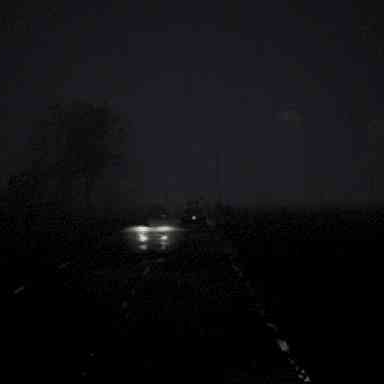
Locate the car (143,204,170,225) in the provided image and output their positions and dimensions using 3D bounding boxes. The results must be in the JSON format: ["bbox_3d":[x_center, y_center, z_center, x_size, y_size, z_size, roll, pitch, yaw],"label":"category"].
[{"bbox_3d":[-2.846,1.783,27.349,1.882,1.535,5.008,0,-1,0],"label":"car"}]

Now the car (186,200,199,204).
[{"bbox_3d":[0.102,1.808,40.509,2.097,1.767,4.553,0,-1,0],"label":"car"}]

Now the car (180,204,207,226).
[{"bbox_3d":[0.109,1.854,26.004,1.994,1.385,4.181,0,-1,-1],"label":"car"}]
